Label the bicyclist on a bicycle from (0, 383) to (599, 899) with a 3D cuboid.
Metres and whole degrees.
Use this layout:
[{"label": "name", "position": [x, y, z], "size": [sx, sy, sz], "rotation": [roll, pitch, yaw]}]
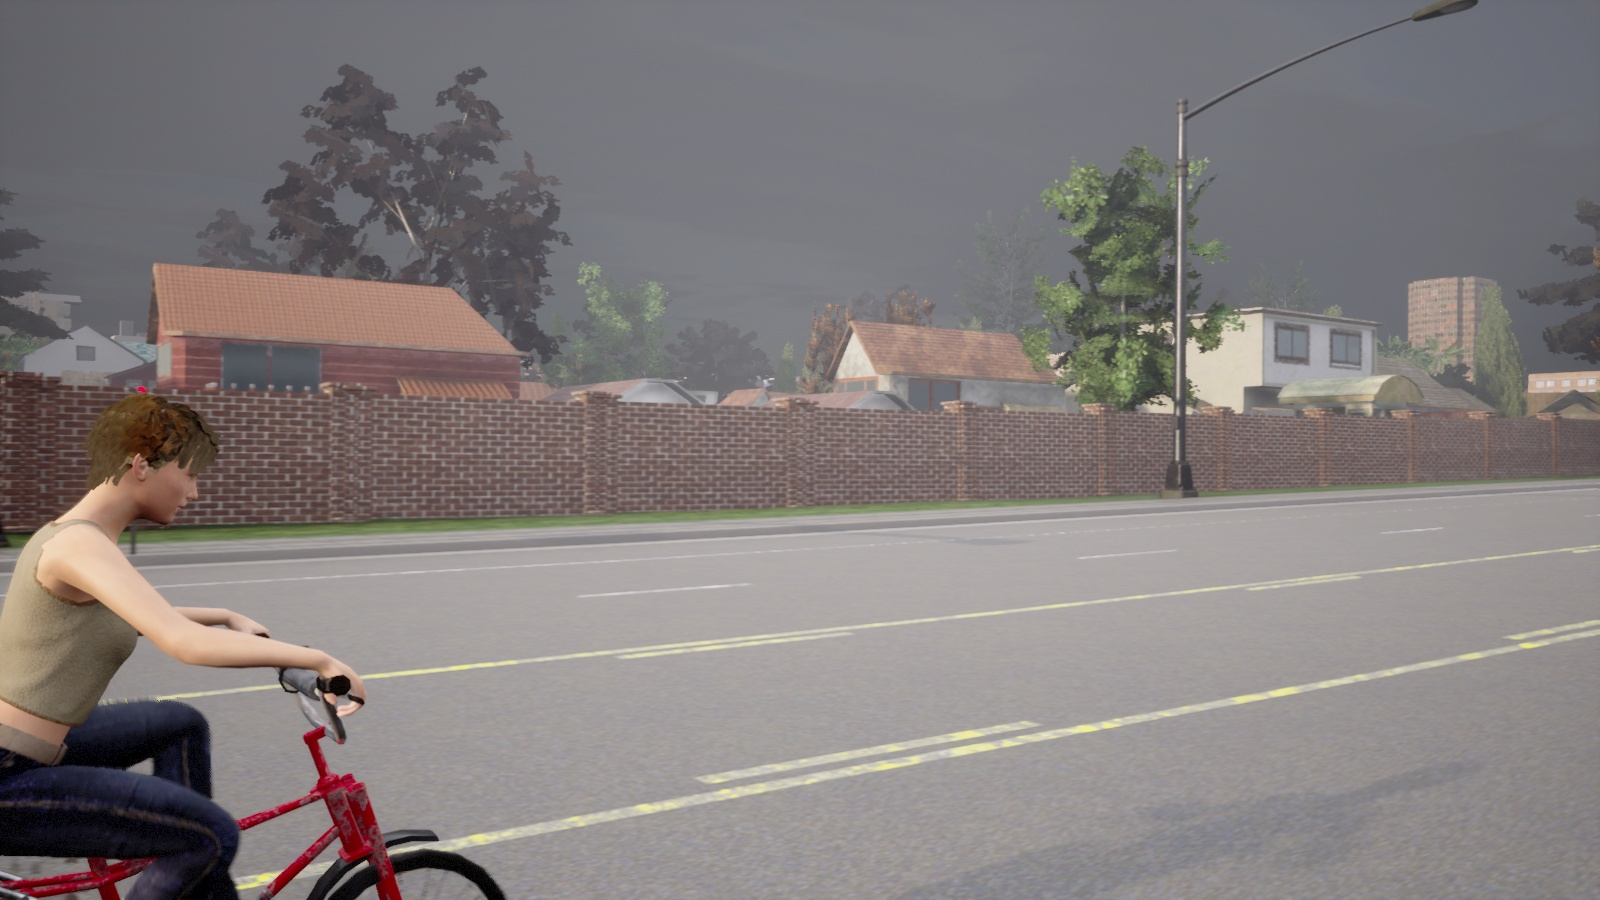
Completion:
[{"label": "bicyclist on a bicycle", "position": [-1.319, 0.692, 2.736], "size": [1.509, 1.612, 0.866], "rotation": [0, 0, -35]}]
